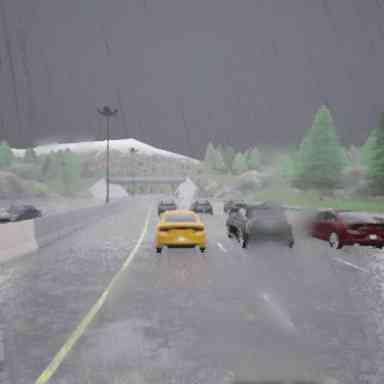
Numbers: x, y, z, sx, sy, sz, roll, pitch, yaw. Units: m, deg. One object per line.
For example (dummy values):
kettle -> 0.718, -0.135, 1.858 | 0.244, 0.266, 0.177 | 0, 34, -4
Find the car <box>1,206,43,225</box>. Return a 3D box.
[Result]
car -> -12.093, 1.635, 23.242 | 2.033, 1.411, 5.357 | 0, 0, -6

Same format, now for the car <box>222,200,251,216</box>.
car -> 4.482, 1.585, 34.299 | 1.837, 1.490, 4.892 | 0, 0, -6

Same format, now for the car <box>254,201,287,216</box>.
car -> 8.014, 1.637, 34.192 | 1.994, 1.385, 4.181 | 0, 0, -6

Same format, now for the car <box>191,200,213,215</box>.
car -> 0.948, 1.580, 34.425 | 2.128, 1.511, 4.902 | 0, 0, -6

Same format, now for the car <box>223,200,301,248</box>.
car -> 2.887, 1.386, 15.061 | 2.097, 1.767, 4.553 | 0, 0, -4

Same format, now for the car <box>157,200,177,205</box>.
car -> -2.578, 1.588, 34.464 | 2.128, 1.511, 4.902 | 0, 0, -6

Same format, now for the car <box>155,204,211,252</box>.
car -> -0.544, 1.516, 14.199 | 1.882, 1.535, 5.008 | 0, 0, -4

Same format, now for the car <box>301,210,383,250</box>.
car -> 6.442, 1.502, 14.615 | 1.882, 1.535, 5.008 | 0, 0, -4
